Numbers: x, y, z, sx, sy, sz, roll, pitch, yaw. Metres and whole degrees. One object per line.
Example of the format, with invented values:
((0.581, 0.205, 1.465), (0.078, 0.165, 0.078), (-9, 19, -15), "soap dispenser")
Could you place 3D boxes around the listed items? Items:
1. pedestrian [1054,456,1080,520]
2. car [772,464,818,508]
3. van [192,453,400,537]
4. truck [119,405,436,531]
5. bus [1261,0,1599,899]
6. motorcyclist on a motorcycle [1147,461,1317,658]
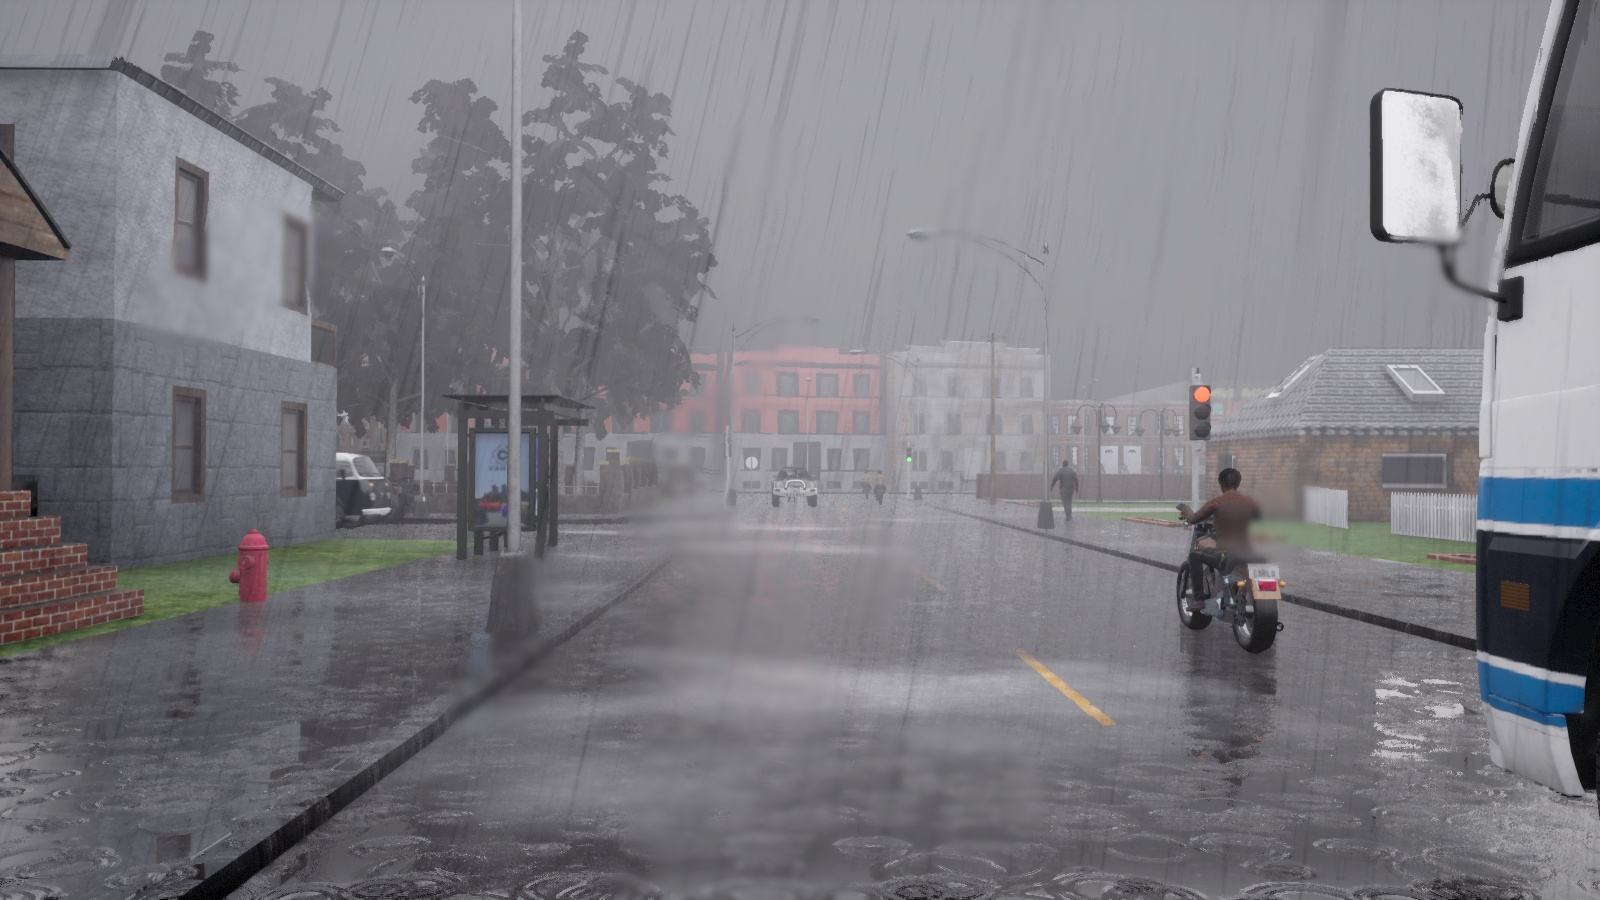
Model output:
((7.945, 1.115, 37.373), (0.563, 1.883, 0.849), (0, -1, -1), "pedestrian")
((-0.262, 1.567, 55.802), (1.932, 1.855, 4.605), (0, -1, -2), "car")
((-12.770, 1.126, 32.027), (4.480, 2.038, 2.069), (0, -1, 0), "van")
((-14.878, 0.500, 36.276), (7.936, 3.462, 2.891), (0, -1, -4), "truck")
((3.998, -0.572, 0.333), (3.944, 4.253, 10.273), (0, -1, 0), "bus")
((3.954, 0.946, 11.733), (0.766, 1.649, 2.350), (0, -1, 0), "motorcyclist on a motorcycle")
